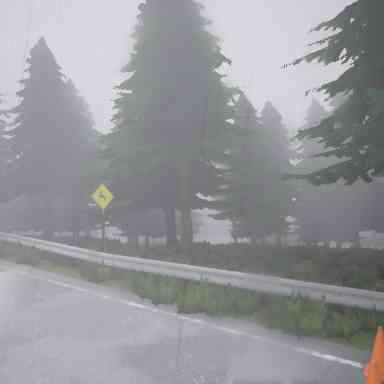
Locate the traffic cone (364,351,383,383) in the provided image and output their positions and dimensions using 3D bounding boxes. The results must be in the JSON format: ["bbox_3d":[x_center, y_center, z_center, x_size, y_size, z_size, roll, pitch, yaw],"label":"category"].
[{"bbox_3d":[1.785,1.956,3.267,0.340,0.580,0.340,0,0,33],"label":"traffic cone"}]

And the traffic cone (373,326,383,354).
[{"bbox_3d":[2.329,1.956,4.104,0.340,0.580,0.340,0,0,34],"label":"traffic cone"}]
